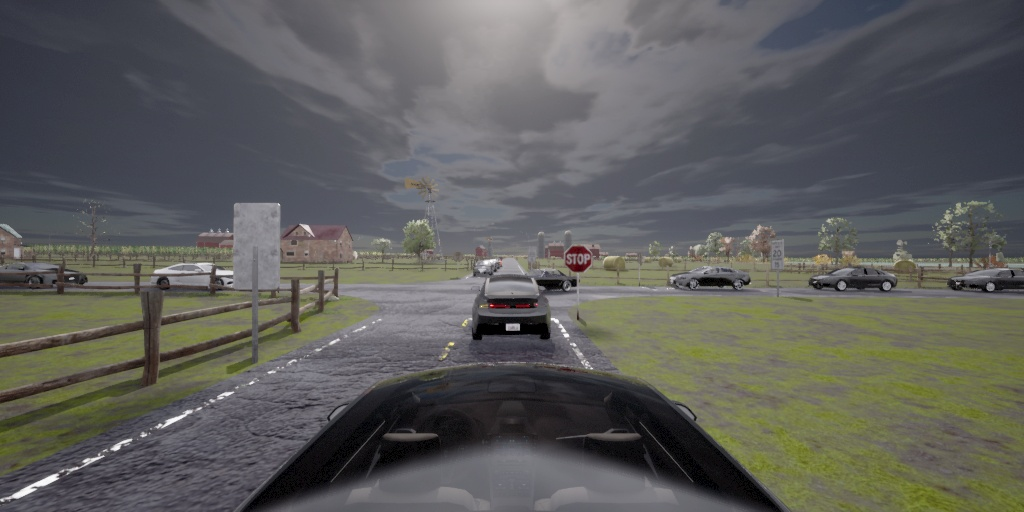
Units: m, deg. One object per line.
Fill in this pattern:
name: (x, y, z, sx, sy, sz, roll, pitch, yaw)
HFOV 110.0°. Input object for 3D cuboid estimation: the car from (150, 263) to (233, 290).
car: (-17.252, 1.104, 19.939, 4.674, 1.442, 1.812, 1, -1, -1)

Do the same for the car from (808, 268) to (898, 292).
car: (22.189, 1.499, 23.449, 4.892, 1.490, 1.837, 1, -1, -1)

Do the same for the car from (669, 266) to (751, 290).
car: (12.788, 1.397, 23.273, 4.902, 1.511, 2.128, 1, -1, -2)

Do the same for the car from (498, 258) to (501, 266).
car: (-2.874, 1.242, 46.123, 2.128, 1.511, 4.902, 0, 0, 0)

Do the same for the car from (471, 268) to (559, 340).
car: (-0.078, 1.256, 9.992, 1.837, 1.490, 4.892, 0, 0, -2)

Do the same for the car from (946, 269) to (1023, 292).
car: (31.692, 1.587, 23.575, 4.892, 1.490, 1.837, 1, -1, -1)

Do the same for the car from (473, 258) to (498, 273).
car: (-2.877, 1.243, 36.677, 2.128, 1.511, 4.902, 0, 0, 0)

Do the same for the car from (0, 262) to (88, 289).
car: (-26.372, 1.048, 19.813, 4.181, 1.385, 1.994, 1, -1, -1)

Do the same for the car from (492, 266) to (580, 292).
car: (1.491, 1.369, 20.039, 4.718, 1.301, 1.895, 1, 0, -35)
